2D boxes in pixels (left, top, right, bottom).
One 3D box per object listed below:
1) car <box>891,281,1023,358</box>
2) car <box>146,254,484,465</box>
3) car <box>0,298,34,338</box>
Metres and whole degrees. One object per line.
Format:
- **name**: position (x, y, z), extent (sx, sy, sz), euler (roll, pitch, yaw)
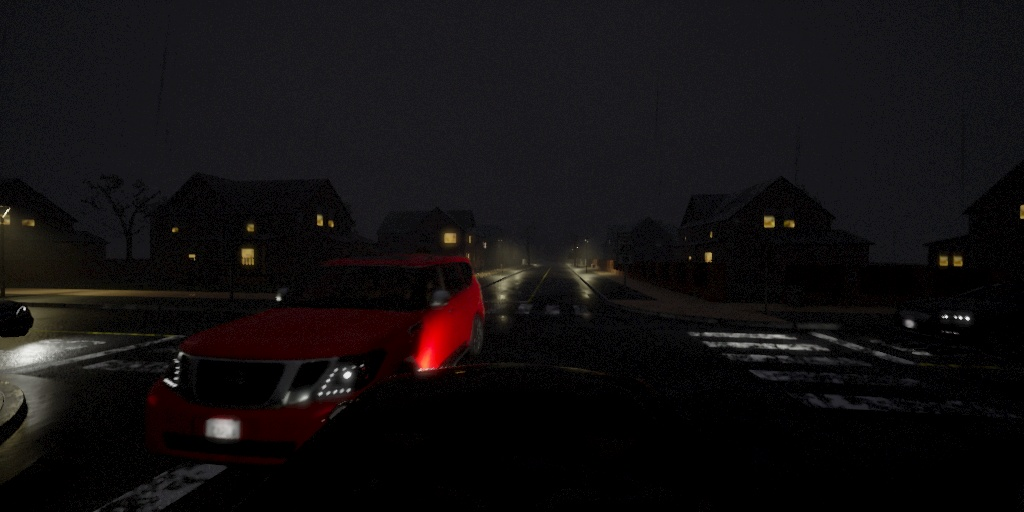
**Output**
- **car**: position (11.505, 1.295, 7.785), extent (4.902, 1.511, 2.128), euler (0, 0, 9)
- **car**: position (-1.906, 0.990, 5.551), extent (2.150, 2.045, 5.566), euler (0, 0, 7)
- **car**: position (-13.381, 1.197, 7.843), extent (4.674, 1.442, 1.812), euler (0, 0, 7)
